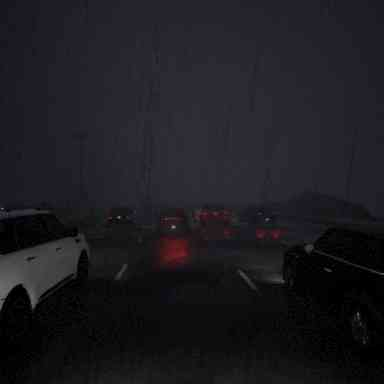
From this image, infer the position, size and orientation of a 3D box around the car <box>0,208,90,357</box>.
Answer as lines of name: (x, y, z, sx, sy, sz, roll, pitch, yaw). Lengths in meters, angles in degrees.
car: (-3.613, 1.300, 6.245, 2.150, 2.045, 5.566, 0, -1, -2)

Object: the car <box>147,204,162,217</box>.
car: (-4.017, 1.999, 37.404, 2.033, 1.411, 5.357, 0, -1, -12)

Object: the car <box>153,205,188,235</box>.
car: (-1.316, 1.754, 20.902, 1.837, 1.490, 4.892, 0, -2, -7)

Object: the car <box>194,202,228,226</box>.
car: (1.424, 1.671, 26.668, 2.097, 1.767, 4.553, 0, -1, -8)

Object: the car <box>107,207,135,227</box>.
car: (-5.422, 1.857, 25.490, 2.033, 1.411, 5.357, 0, -1, -8)

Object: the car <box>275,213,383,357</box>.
car: (3.340, 1.427, 6.359, 2.097, 1.767, 4.553, 0, -1, -2)

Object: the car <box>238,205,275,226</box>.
car: (5.041, 1.802, 26.193, 2.128, 1.511, 4.902, 0, -1, -8)
